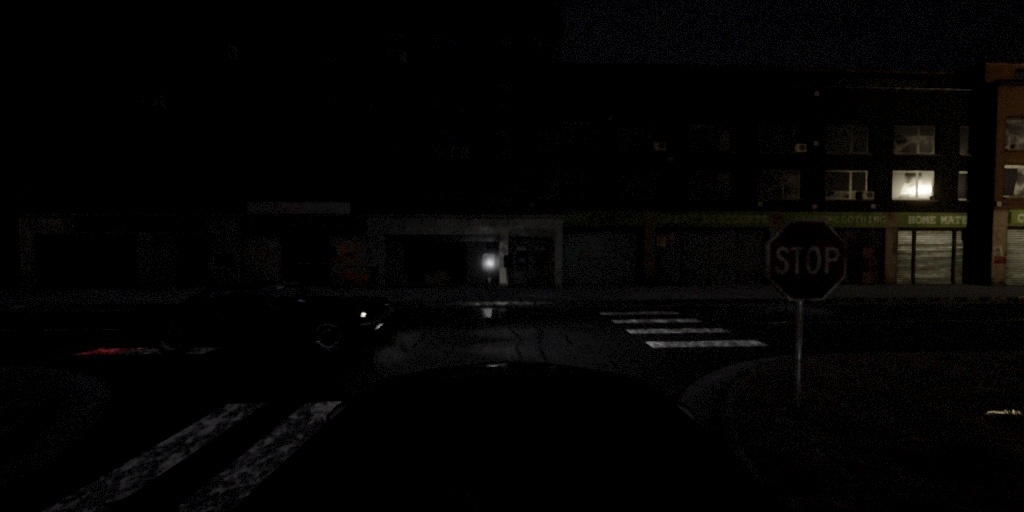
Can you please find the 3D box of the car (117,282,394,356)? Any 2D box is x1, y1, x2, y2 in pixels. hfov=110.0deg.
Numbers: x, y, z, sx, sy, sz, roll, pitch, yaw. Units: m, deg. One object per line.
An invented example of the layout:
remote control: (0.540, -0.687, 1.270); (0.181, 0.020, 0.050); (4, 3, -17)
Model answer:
car: (-5.107, 1.225, 7.703); (4.718, 1.301, 1.895); (0, 1, -2)
